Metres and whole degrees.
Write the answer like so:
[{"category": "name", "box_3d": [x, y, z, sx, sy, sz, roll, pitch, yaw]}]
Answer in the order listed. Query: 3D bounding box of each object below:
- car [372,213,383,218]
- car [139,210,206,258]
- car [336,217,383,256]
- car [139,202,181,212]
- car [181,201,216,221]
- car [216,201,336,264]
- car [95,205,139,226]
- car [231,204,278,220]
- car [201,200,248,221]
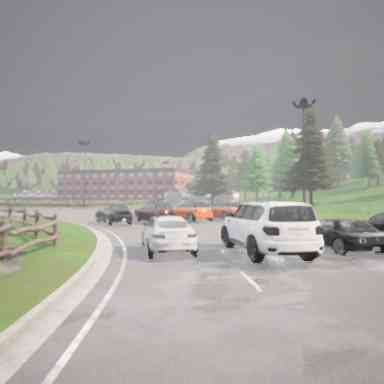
[{"category": "car", "box_3d": [9.400, 1.640, 15.397, 1.882, 1.535, 5.008, 0, 0, -10]}, {"category": "car", "box_3d": [-0.992, 1.668, 13.479, 1.812, 1.442, 4.674, 0, 0, -12]}, {"category": "car", "box_3d": [6.077, 1.748, 13.889, 1.895, 1.301, 4.718, 0, -1, -11]}, {"category": "car", "box_3d": [-3.156, 1.645, 27.972, 2.097, 1.767, 4.553, 0, -1, -32]}, {"category": "car", "box_3d": [-0.115, 1.663, 29.702, 2.097, 1.767, 4.553, 0, -1, -32]}, {"category": "car", "box_3d": [2.760, 1.359, 12.701, 2.150, 2.045, 5.566, 0, 0, -10]}, {"category": "car", "box_3d": [-6.230, 1.784, 26.302, 1.837, 1.490, 4.892, 0, 0, -32]}, {"category": "car", "box_3d": [6.113, 1.948, 33.045, 1.895, 1.301, 4.718, 0, -1, -31]}, {"category": "car", "box_3d": [2.976, 1.681, 31.466, 2.097, 1.767, 4.553, 0, -1, -31]}]
